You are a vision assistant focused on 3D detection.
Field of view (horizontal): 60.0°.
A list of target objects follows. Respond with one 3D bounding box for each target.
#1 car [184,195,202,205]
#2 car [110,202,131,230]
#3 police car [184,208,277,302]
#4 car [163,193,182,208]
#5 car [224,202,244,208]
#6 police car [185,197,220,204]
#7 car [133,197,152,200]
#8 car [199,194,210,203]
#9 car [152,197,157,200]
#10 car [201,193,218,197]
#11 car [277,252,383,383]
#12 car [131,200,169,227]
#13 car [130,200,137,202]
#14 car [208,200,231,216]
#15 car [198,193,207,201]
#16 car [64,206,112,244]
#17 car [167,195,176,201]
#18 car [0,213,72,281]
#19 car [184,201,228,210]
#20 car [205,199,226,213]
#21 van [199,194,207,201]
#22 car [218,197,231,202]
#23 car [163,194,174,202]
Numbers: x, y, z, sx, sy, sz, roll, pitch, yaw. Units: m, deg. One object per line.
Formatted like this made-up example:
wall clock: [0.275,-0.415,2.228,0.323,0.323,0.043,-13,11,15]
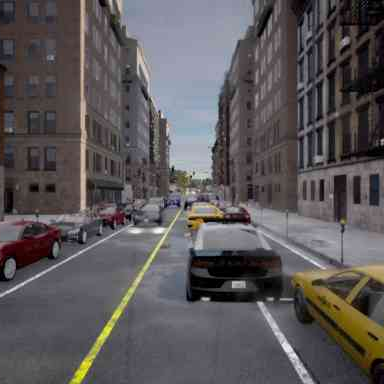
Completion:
car: [0.009,1.471,42.437,1.882,1.535,5.008,0,0,0]
car: [-5.390,1.542,21.185,1.887,1.381,4.507,0,0,0]
police car: [0.823,1.425,8.435,1.930,1.638,5.238,0,0,0]
car: [-2.753,1.216,48.617,2.150,2.045,5.566,0,0,0]
car: [2.635,1.542,21.185,1.887,1.381,4.507,0,0,0]
police car: [0.707,1.422,24.407,1.930,1.638,5.238,0,0,-2]
car: [-5.390,1.436,32.549,1.967,1.590,4.097,0,0,0]
car: [2.697,1.301,70.970,2.192,1.841,5.009,0,0,0]
car: [-5.391,1.433,43.913,1.967,1.590,4.097,0,0,0]
car: [2.634,1.308,43.914,2.192,1.841,5.009,0,0,0]
car: [2.635,1.525,4.308,1.752,1.417,4.829,0,0,0]
car: [-2.852,1.523,23.105,1.812,1.442,4.674,0,0,0]
car: [-5.390,1.563,26.867,1.947,1.339,4.313,0,0,0]
car: [2.635,1.540,32.550,1.887,1.381,4.507,0,0,0]
car: [2.683,1.296,87.482,2.192,1.841,5.009,0,0,0]
car: [-5.390,1.549,15.502,2.008,1.369,4.403,0,0,0]
car: [-5.418,1.532,87.480,2.008,1.369,4.403,0,0,0]
car: [-5.390,1.544,9.820,1.887,1.381,4.507,0,0,0]
car: [0.716,1.480,18.353,1.882,1.535,5.008,0,0,2]
car: [2.635,1.545,38.232,2.008,1.369,4.403,0,0,0]
van: [2.688,1.324,81.978,1.690,1.788,3.998,0,0,0]
car: [2.635,1.437,26.868,1.967,1.590,4.097,0,0,0]
car: [-5.422,1.300,76.473,2.192,1.841,5.009,0,0,0]
